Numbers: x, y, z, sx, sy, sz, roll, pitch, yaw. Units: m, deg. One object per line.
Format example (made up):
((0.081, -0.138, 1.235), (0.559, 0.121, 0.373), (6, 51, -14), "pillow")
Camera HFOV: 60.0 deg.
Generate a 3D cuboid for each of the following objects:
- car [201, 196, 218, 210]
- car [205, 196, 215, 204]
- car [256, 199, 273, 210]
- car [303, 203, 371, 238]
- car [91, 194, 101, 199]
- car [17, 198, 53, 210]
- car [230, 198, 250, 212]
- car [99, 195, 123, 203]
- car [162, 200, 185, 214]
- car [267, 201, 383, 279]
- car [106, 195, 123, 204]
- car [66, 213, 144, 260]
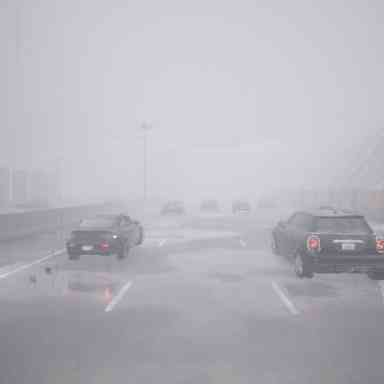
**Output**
((2.113, 1.429, 40.540), (1.812, 1.442, 4.674), (0, 0, 4), "car")
((3.243, 1.455, 60.943), (1.895, 1.301, 4.718), (0, 0, 2), "car")
((9.164, 1.502, 41.293), (1.895, 1.301, 4.718), (0, 0, 4), "car")
((7.766, 1.462, 18.375), (1.837, 1.490, 4.892), (0, 0, 3), "car")
((-20.859, 1.159, 73.824), (1.812, 1.442, 4.674), (0, 0, 2), "car")
((-19.115, 1.448, 40.749), (2.033, 1.411, 5.357), (0, 0, 4), "car")
((5.336, 1.438, 36.520), (1.812, 1.442, 4.674), (0, 0, 4), "car")
((-11.602, 1.483, 48.627), (1.895, 1.301, 4.718), (0, 0, 4), "car")
((-1.835, 1.483, 33.882), (1.994, 1.385, 4.181), (0, 0, 4), "car")
((3.837, 1.328, 10.110), (2.097, 1.767, 4.553), (0, 0, 2), "car")
((-14.379, 1.358, 62.264), (1.837, 1.490, 4.892), (0, 0, 3), "car")
((-3.024, 1.496, 12.225), (1.812, 1.442, 4.674), (0, 0, 2), "car")
